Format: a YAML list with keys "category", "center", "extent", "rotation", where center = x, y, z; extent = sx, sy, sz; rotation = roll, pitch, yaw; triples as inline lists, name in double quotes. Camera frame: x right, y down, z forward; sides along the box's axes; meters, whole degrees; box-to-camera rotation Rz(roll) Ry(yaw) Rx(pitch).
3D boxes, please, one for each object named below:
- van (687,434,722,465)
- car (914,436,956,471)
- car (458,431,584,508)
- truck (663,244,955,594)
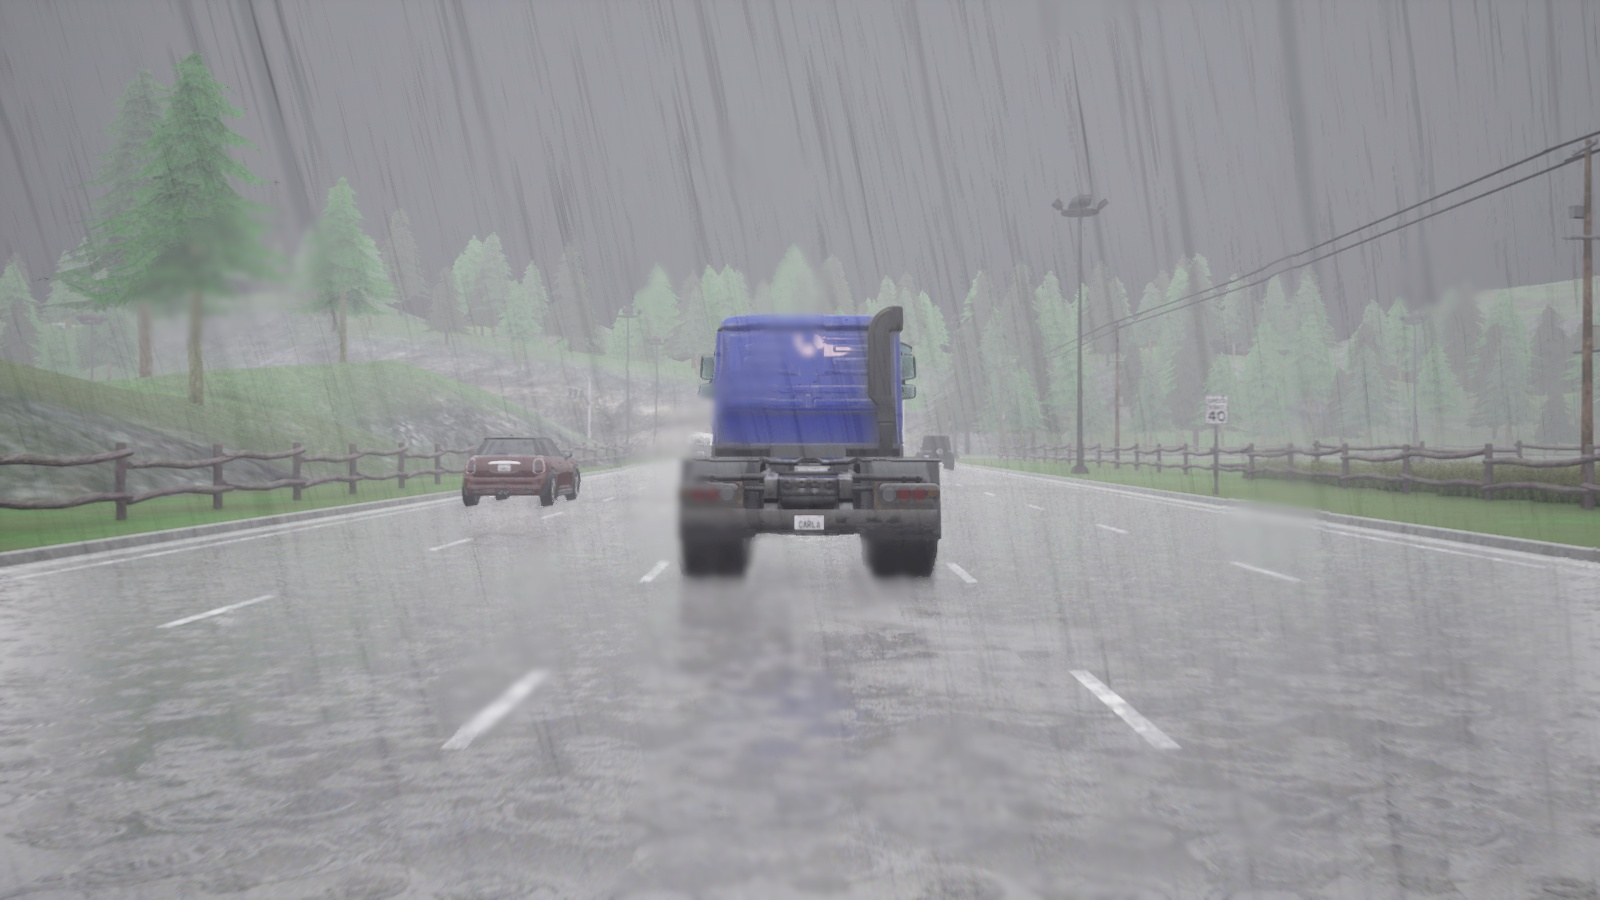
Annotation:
- category: "van"
  center: [-6.494, -0.026, 85.615]
  extent: [2.069, 2.038, 4.480]
  rotation: [0, 0, 0]
- category: "car"
  center: [7.409, 0.155, 69.225]
  extent: [1.905, 1.878, 3.866]
  rotation: [0, 0, 0]
- category: "car"
  center: [-6.805, 0.424, 31.131]
  extent: [2.097, 1.767, 4.553]
  rotation: [0, 0, 0]
- category: "truck"
  center: [0.109, -0.328, 16.392]
  extent: [2.891, 3.462, 7.936]
  rotation: [0, 0, 0]
